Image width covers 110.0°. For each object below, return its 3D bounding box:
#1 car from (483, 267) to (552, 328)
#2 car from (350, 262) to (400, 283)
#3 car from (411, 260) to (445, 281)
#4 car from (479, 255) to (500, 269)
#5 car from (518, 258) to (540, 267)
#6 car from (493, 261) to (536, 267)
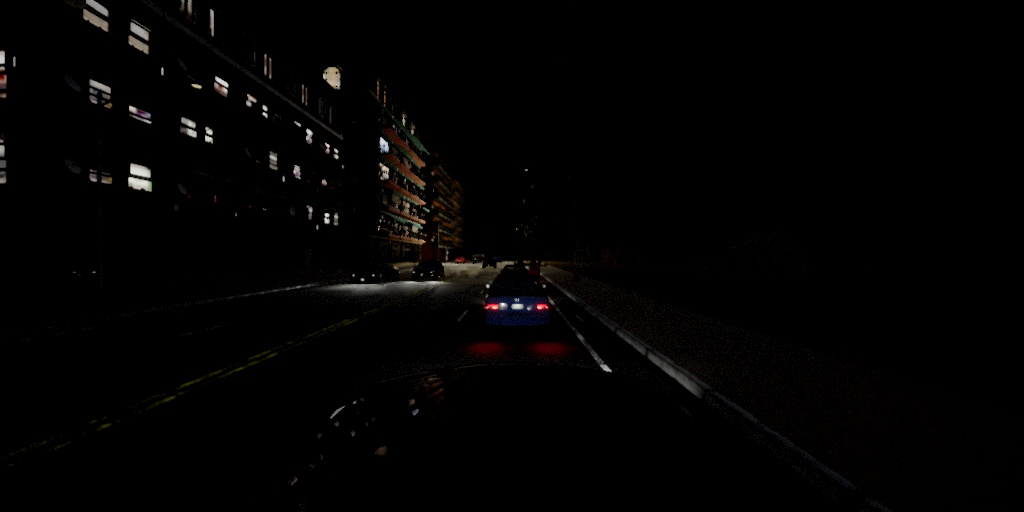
[{"bbox_3d":[0.129,1.239,11.079,2.033,1.411,5.357,0,0,0],"label":"car"},{"bbox_3d":[-9.783,1.145,26.132,2.033,1.411,5.357,0,0,0],"label":"car"},{"bbox_3d":[-6.525,1.088,28.312,1.837,1.490,4.892,0,0,0],"label":"car"},{"bbox_3d":[-3.089,0.950,49.893,1.837,1.490,4.892,0,0,1],"label":"car"},{"bbox_3d":[1.217,0.922,30.344,2.097,1.767,4.553,0,0,0],"label":"car"},{"bbox_3d":[0.150,1.193,21.172,1.994,1.385,4.181,0,0,1],"label":"car"}]
